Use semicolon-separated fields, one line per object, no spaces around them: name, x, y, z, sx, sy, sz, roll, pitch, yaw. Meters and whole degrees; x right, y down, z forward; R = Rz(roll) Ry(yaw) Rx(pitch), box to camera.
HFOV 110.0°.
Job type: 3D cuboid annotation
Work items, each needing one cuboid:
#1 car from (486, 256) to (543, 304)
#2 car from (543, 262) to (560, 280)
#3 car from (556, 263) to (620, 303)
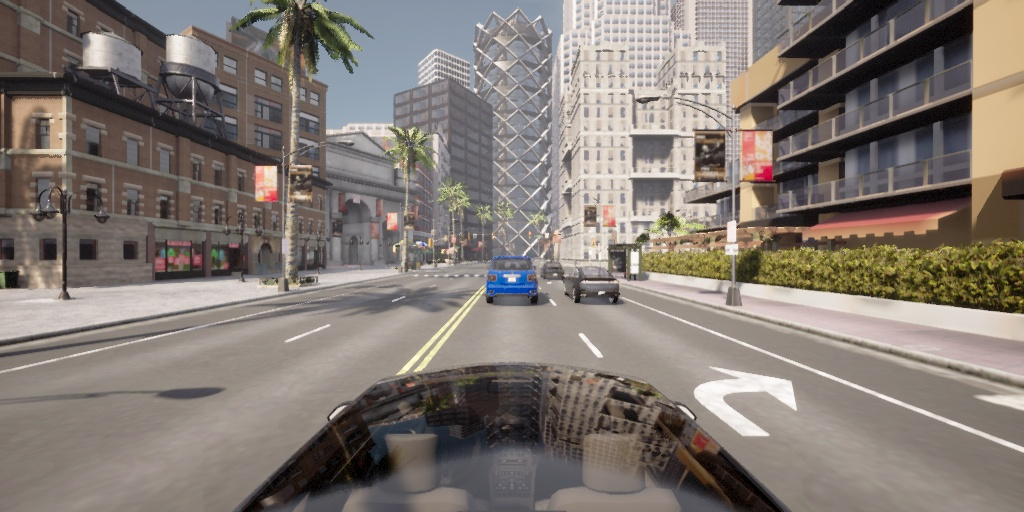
car;0.000;1.005;16.509;2.150;2.045;5.566;0;0;0
car;3.500;1.264;31.479;1.837;1.490;4.892;0;0;0
car;3.500;1.242;16.479;2.128;1.511;4.902;0;0;0
